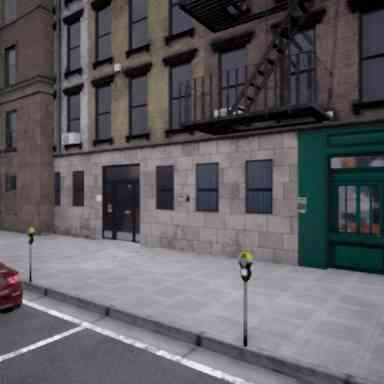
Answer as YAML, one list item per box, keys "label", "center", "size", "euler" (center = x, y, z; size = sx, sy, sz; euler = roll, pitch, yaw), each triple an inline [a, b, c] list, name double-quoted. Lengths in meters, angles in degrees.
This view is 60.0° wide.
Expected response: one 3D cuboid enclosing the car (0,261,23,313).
- label: "car"
  center: [-4.806, 1.581, 6.272]
  size: [4.206, 1.307, 1.802]
  euler: [0, 0, 36]
